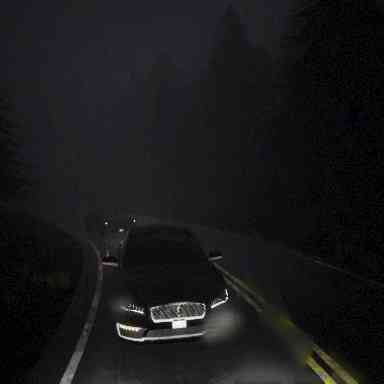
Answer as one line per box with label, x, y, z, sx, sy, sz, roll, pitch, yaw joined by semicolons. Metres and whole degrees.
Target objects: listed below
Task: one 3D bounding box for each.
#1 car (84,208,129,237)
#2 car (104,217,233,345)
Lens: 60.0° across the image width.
car;-4.615;1.607;18.504;1.895;1.301;4.718;-3;1;-29
car;-0.639;1.493;6.766;1.837;1.490;4.892;-1;0;-11
